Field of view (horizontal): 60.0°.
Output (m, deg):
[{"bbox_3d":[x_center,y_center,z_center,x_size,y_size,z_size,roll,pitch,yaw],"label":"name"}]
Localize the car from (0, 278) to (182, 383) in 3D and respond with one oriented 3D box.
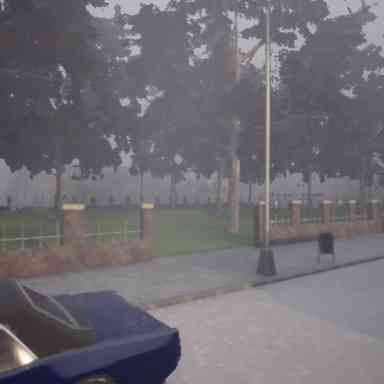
[{"bbox_3d":[-2.515,1.595,2.812,4.718,1.301,1.895,1,0,-36],"label":"car"}]
